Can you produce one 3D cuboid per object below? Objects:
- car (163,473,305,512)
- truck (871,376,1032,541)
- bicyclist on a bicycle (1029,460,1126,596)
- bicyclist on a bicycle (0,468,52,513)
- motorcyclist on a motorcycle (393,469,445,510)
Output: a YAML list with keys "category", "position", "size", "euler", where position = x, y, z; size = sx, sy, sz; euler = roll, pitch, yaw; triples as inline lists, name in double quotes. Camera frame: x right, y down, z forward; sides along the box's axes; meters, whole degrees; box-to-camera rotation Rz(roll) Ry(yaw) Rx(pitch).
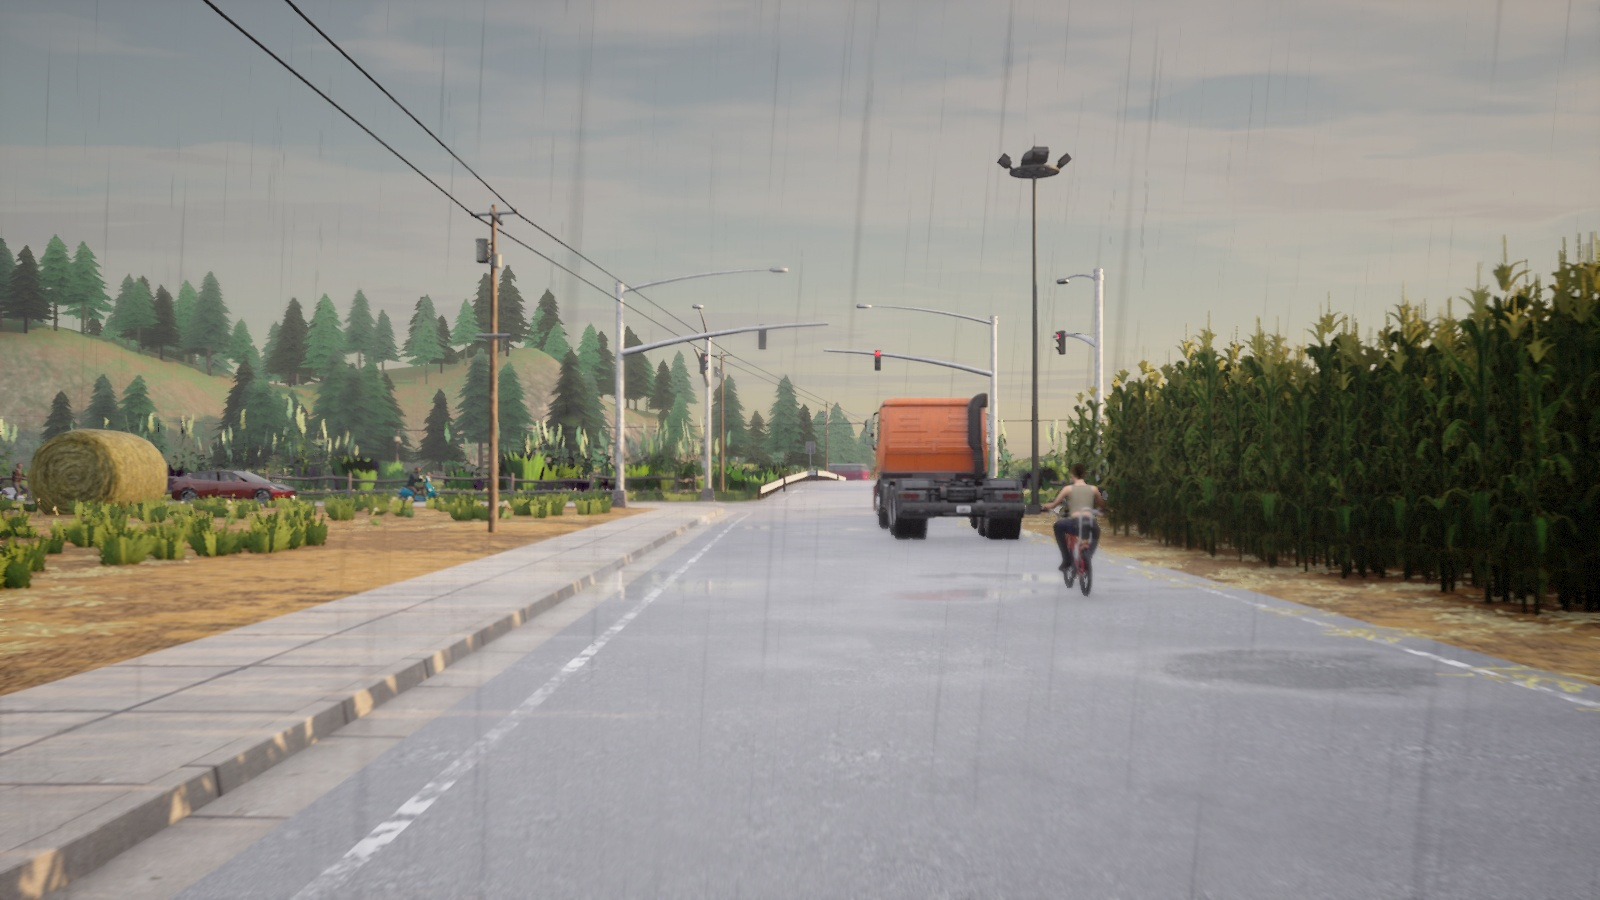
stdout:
- category: "car"
  position: [-22.899, 1.701, 50.931]
  size: [4.792, 1.488, 2.163]
  euler: [-1, -1, 3]
- category: "truck"
  position: [3.420, 0.235, 30.409]
  size: [2.891, 3.462, 7.936]
  euler: [0, -1, 0]
- category: "bicyclist on a bicycle"
  position: [3.453, 0.946, 15.776]
  size: [0.866, 1.612, 1.509]
  euler: [0, -1, 0]
- category: "bicyclist on a bicycle"
  position: [-31.689, 1.653, 51.366]
  size: [1.843, 1.776, 0.659]
  euler: [-1, -1, 3]
- category: "motorcyclist on a motorcycle"
  position: [-15.344, 1.584, 50.563]
  size: [1.817, 1.590, 0.866]
  euler: [-1, -1, 3]
